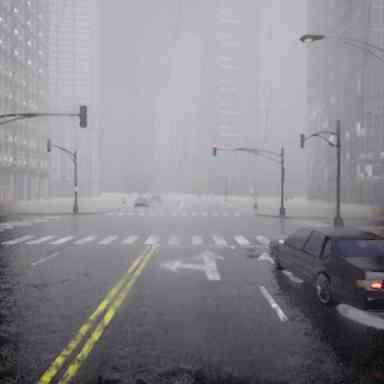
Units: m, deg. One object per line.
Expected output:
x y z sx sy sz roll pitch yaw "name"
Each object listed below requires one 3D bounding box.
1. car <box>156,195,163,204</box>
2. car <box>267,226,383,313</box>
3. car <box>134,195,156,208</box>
-6.534 1.362 61.139 1.812 1.442 4.674 0 0 0 "car"
3.377 1.533 7.934 2.033 1.411 5.357 0 0 -4 "car"
-6.579 1.439 45.207 2.033 1.411 5.357 0 0 0 "car"
